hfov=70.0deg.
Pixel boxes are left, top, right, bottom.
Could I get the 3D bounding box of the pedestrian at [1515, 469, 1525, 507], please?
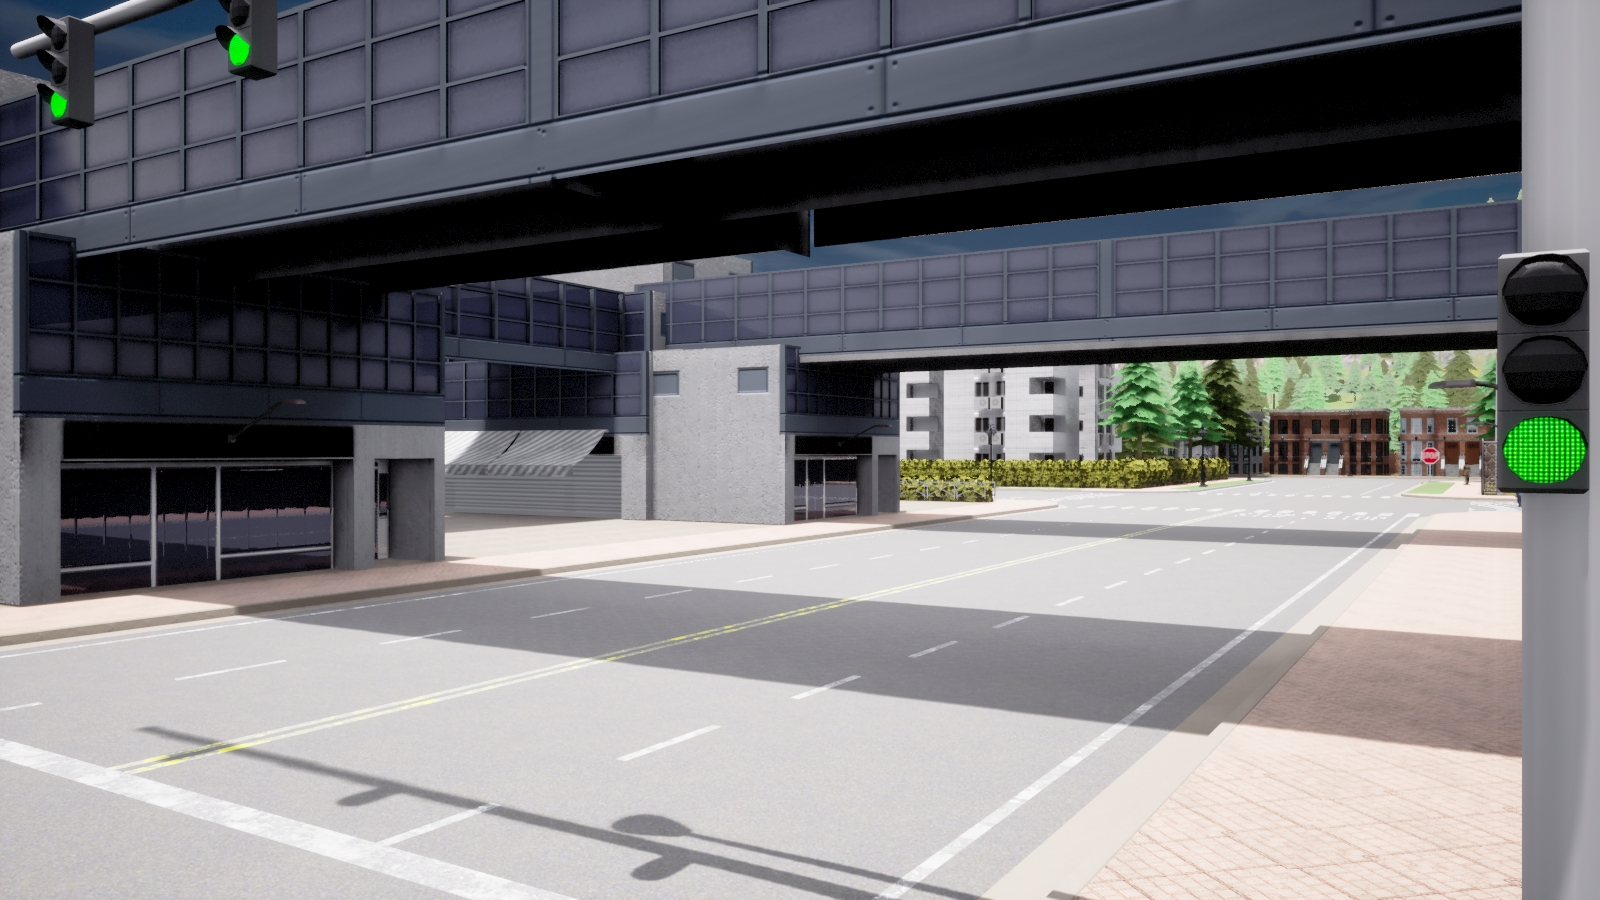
[{"bbox_3d":[35.001,1.849,55.533,0.375,1.860,0.375,0,0,31],"label":"pedestrian"}]
